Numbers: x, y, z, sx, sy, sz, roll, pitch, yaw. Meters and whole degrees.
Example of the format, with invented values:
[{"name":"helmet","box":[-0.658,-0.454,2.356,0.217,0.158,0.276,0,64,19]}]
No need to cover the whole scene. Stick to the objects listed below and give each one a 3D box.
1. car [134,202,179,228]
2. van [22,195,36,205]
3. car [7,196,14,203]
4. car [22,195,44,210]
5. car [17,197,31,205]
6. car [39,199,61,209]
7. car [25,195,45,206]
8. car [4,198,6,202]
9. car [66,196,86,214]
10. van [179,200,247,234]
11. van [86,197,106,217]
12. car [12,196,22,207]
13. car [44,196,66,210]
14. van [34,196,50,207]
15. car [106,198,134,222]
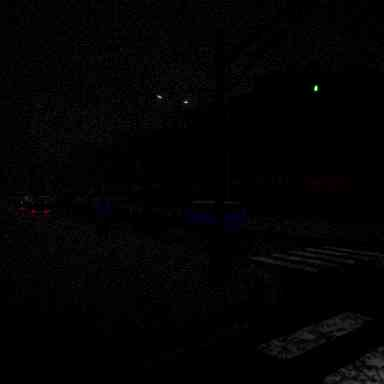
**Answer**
[{"name":"car","box":[-1.988,1.488,23.013,1.967,1.590,4.097,0,0,-36]},{"name":"van","box":[-30.856,1.546,62.951,1.690,1.788,3.998,0,0,-36]},{"name":"car","box":[-40.478,1.698,76.264,1.967,1.590,4.097,0,0,-36]},{"name":"car","box":[-21.246,1.490,45.325,2.097,1.767,4.553,0,0,-36]},{"name":"car","box":[-34.162,1.749,67.526,1.752,1.417,4.829,0,0,-36]},{"name":"car","box":[-21.233,1.703,49.638,2.008,1.369,4.403,0,0,-36]},{"name":"car","box":[-27.648,1.502,58.513,2.192,1.841,5.009,0,0,-36]},{"name":"car","box":[-43.785,1.802,80.839,1.752,1.417,4.829,0,0,-36]},{"name":"car","box":[-11.611,1.413,36.323,2.192,1.841,5.009,0,0,-36]},{"name":"van","box":[1.220,1.374,18.576,1.690,1.788,3.998,0,0,-36]},{"name":"van","box":[-8.403,1.422,31.888,1.690,1.788,3.998,0,0,-36]},{"name":"car","box":[-27.104,1.772,53.425,1.895,1.301,4.718,0,0,-36]},{"name":"car","box":[-18.026,1.449,45.201,2.192,1.841,5.009,0,0,-36]},{"name":"van","box":[-24.441,1.511,54.076,1.690,1.788,3.998,0,0,-36]},{"name":"car","box":[-5.195,1.504,27.451,1.967,1.590,4.097,0,0,-36]}]
